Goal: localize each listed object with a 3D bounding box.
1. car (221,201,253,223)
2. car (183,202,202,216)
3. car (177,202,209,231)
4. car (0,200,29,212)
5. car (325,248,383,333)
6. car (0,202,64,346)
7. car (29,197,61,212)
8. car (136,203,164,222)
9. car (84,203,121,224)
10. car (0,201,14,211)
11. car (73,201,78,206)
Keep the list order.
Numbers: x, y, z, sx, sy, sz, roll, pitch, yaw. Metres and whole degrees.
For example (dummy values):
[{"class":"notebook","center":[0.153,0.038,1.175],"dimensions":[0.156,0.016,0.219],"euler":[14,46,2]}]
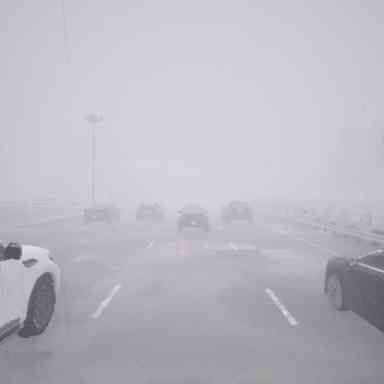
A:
[{"class":"car","center":[3.585,1.497,27.129],"dimensions":[2.097,1.767,4.553],"euler":[0,-1,0]},{"class":"car","center":[0.080,1.858,37.578],"dimensions":[2.033,1.411,5.357],"euler":[0,-1,0]},{"class":"car","center":[0.066,1.600,20.888],"dimensions":[1.812,1.442,4.674],"euler":[0,-1,-1]},{"class":"car","center":[-24.568,1.929,45.715],"dimensions":[1.882,1.535,5.008],"euler":[0,-1,1]},{"class":"car","center":[3.597,1.491,4.822],"dimensions":[2.128,1.511,4.902],"euler":[0,0,0]},{"class":"car","center":[-3.401,1.220,3.507],"dimensions":[2.150,2.045,5.566],"euler":[0,0,0]},{"class":"car","center":[-21.046,1.715,47.864],"dimensions":[2.150,2.045,5.566],"euler":[0,-1,0]},{"class":"car","center":[-3.416,1.643,27.582],"dimensions":[2.128,1.511,4.902],"euler":[0,-1,0]},{"class":"car","center":[-6.914,1.609,26.066],"dimensions":[1.882,1.535,5.008],"euler":[0,-1,0]},{"class":"car","center":[-28.041,2.025,48.426],"dimensions":[1.812,1.442,4.674],"euler":[0,-1,0]},{"class":"car","center":[-17.551,1.958,47.382],"dimensions":[1.882,1.535,5.008],"euler":[0,-1,0]}]
